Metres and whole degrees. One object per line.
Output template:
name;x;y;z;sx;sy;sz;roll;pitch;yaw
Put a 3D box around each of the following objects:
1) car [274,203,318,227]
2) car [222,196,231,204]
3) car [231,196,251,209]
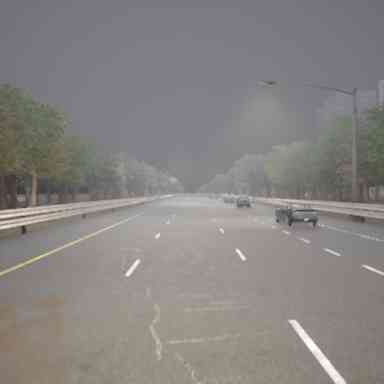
car;7.000;1.499;22.785;2.128;1.511;4.902;0;0;0
car;7.049;1.545;64.737;2.128;1.511;4.902;0;0;0
car;7.008;1.577;46.463;1.837;1.490;4.892;0;0;0
